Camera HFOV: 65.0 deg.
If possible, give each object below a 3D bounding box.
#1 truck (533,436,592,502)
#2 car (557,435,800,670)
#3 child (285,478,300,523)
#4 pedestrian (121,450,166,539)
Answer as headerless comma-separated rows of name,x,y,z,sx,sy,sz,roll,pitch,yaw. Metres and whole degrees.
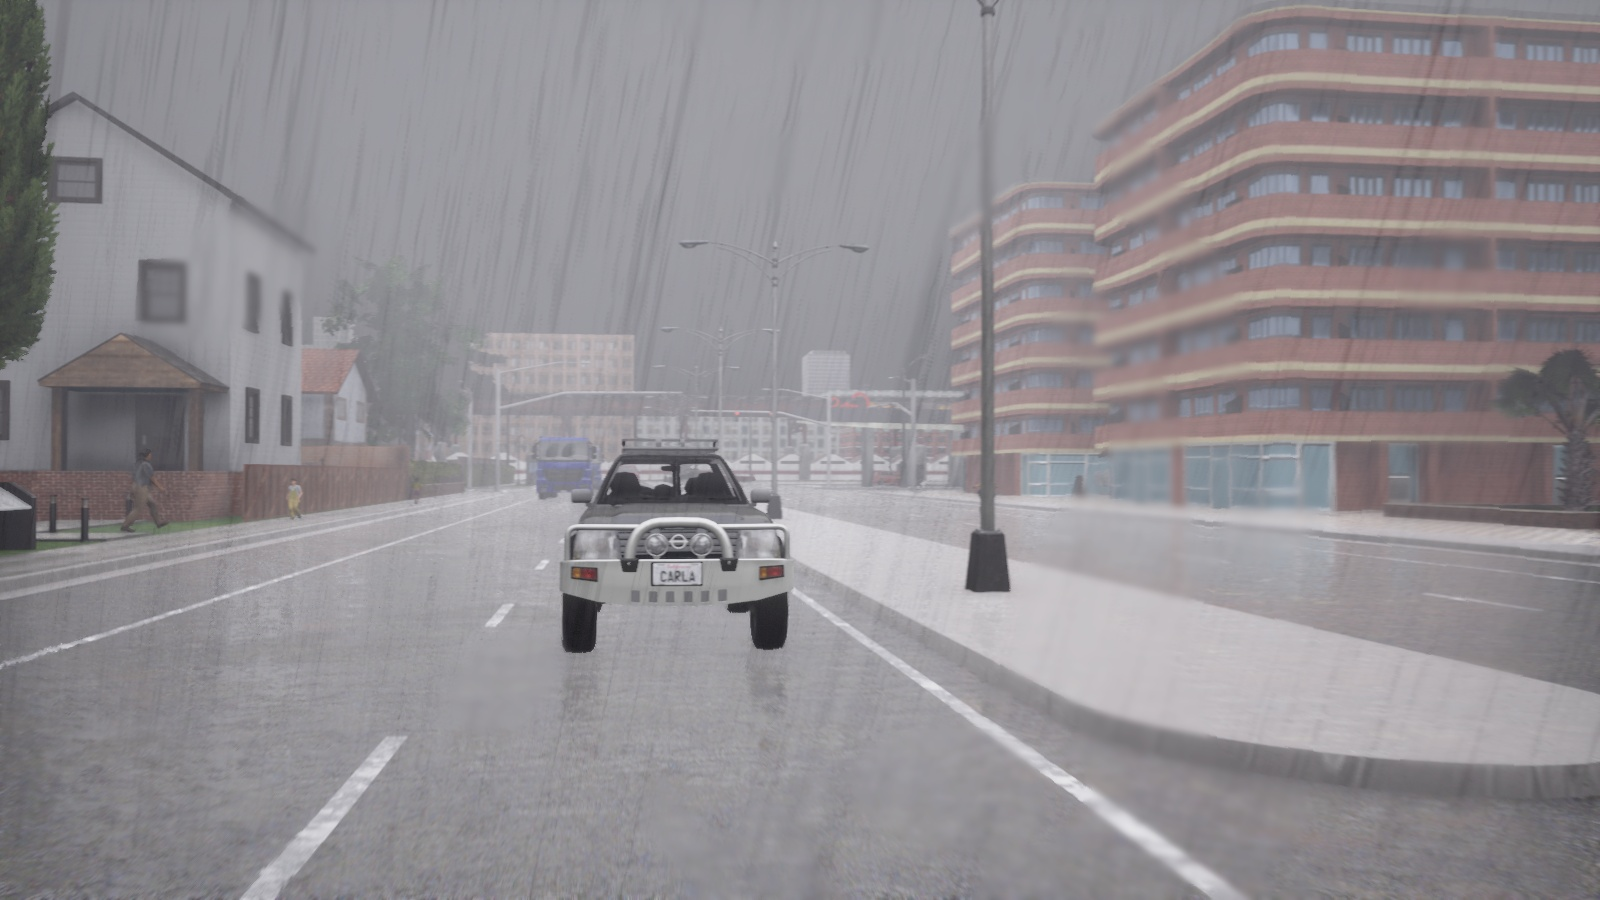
truck,-13.108,1.070,69.890,2.891,3.462,7.936,0,-1,-8
car,-1.292,0.844,12.327,1.932,1.855,4.605,0,-1,-8
child,-14.361,1.419,35.564,0.270,1.263,0.437,0,-1,-3
pedestrian,-14.007,0.941,26.789,0.540,1.848,0.694,-1,-1,38
